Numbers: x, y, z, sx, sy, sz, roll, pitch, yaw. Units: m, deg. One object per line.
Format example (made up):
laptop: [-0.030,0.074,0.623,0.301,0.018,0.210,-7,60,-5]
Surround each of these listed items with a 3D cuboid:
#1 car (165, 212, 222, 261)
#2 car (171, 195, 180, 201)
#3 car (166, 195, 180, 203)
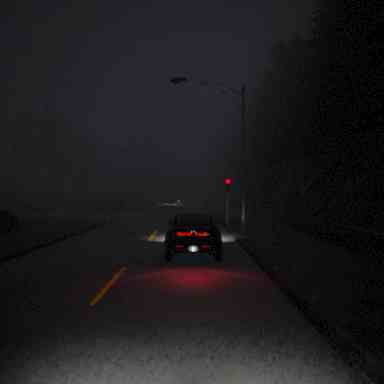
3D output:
car: [0.055,1.494,12.277,1.837,1.490,4.892,0,-1,0]
car: [-4.021,1.426,81.756,1.994,1.385,4.181,0,0,0]
car: [-4.035,1.534,65.364,1.994,1.385,4.181,0,0,1]
